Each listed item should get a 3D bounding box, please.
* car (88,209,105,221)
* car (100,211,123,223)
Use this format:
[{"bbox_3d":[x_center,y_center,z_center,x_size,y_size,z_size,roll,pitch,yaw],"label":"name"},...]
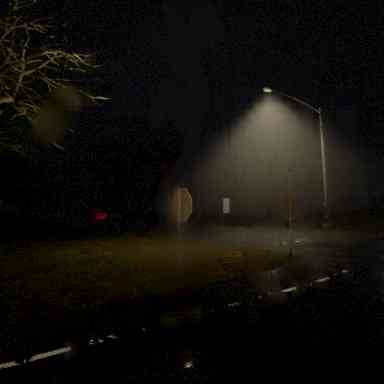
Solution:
[{"bbox_3d":[-17.270,4.228,60.684,2.150,2.045,5.566,-1,-1,-35],"label":"car"},{"bbox_3d":[-12.955,4.261,54.485,1.994,1.385,4.181,-1,-2,-33],"label":"car"}]
